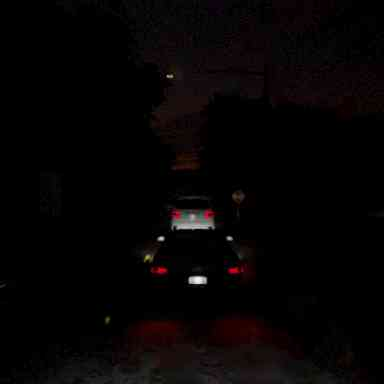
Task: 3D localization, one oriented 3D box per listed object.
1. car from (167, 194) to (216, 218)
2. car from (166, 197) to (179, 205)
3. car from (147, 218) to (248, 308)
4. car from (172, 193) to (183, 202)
[{"bbox_3d":[0.115,1.211,17.903,2.150,2.045,5.566,0,0,2],"label":"car"},{"bbox_3d":[-3.138,1.475,55.374,1.895,1.301,4.718,0,0,0],"label":"car"},{"bbox_3d":[0.088,1.563,8.006,1.994,1.385,4.181,0,0,0],"label":"car"},{"bbox_3d":[-3.089,1.136,71.043,2.097,1.767,4.553,0,0,0],"label":"car"}]
